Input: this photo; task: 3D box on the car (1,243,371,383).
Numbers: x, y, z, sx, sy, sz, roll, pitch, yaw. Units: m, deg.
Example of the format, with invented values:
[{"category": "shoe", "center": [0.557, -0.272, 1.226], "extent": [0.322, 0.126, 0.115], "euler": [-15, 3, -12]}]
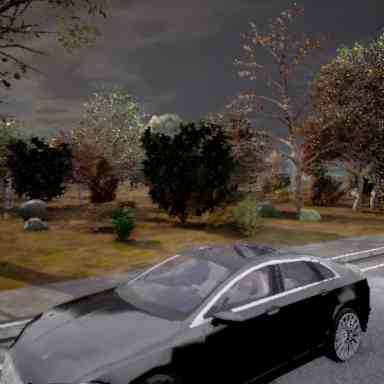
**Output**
[{"category": "car", "center": [0.383, 1.491, 4.268], "extent": [4.902, 1.511, 2.128], "euler": [0, 0, -36]}]
